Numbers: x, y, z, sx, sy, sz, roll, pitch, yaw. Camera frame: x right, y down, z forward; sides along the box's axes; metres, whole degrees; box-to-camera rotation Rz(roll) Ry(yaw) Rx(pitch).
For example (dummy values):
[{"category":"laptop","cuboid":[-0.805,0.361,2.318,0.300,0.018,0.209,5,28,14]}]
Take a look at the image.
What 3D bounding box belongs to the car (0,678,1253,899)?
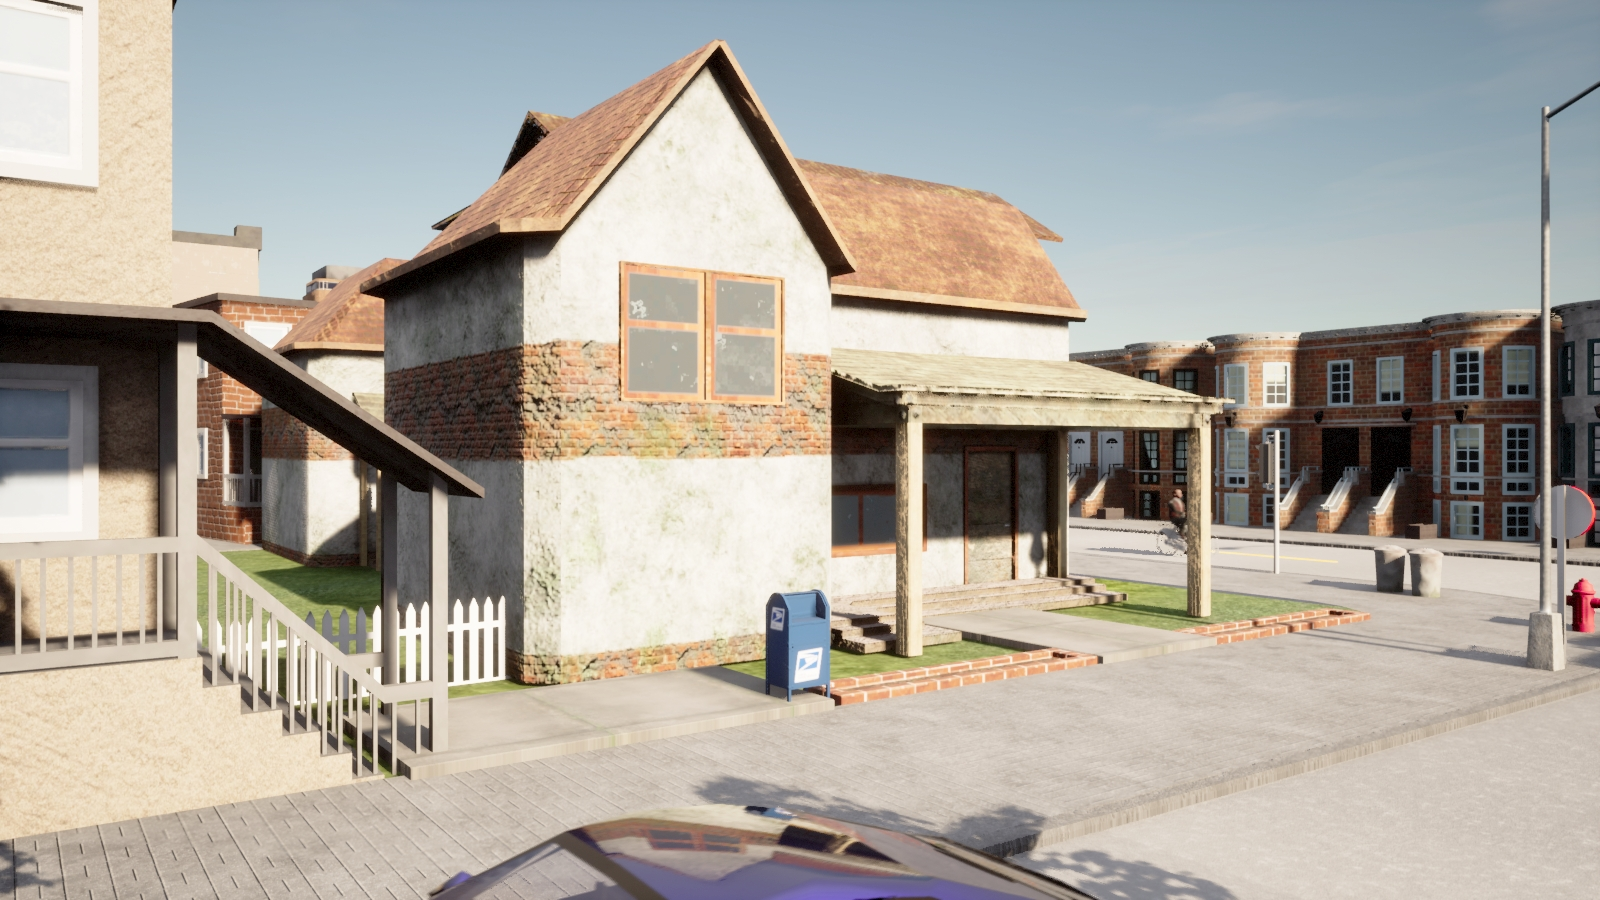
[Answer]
[{"category":"car","cuboid":[-0.538,1.897,4.019,4.181,1.385,1.994,0,0,-35]}]
